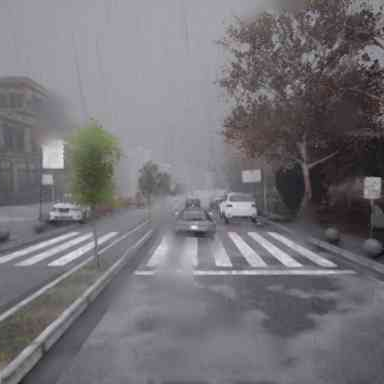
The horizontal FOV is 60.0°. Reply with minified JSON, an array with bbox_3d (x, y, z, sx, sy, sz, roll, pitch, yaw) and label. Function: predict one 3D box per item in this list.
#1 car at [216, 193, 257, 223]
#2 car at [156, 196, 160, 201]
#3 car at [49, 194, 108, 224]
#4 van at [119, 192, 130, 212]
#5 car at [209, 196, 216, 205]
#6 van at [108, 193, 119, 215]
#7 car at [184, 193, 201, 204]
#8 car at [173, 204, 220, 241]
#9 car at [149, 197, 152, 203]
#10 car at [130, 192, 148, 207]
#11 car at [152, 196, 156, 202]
[{"bbox_3d":[3.245,1.095,24.245,2.150,2.045,5.566,0,0,0],"label":"car"},{"bbox_3d":[-7.944,1.109,62.709,2.163,1.488,4.792,0,1,0],"label":"car"},{"bbox_3d":[-8.153,1.114,23.882,2.435,2.045,5.566,0,0,0],"label":"car"},{"bbox_3d":[-8.094,1.074,34.887,1.878,1.987,4.442,0,0,0],"label":"van"},{"bbox_3d":[3.257,1.285,43.009,1.812,1.442,4.674,0,0,0],"label":"car"},{"bbox_3d":[-8.125,1.109,29.340,1.878,1.987,4.442,0,0,0],"label":"van"},{"bbox_3d":[0.093,1.274,41.573,1.837,1.490,4.892,0,0,0],"label":"car"},{"bbox_3d":[0.097,1.485,16.363,1.994,1.385,4.181,0,0,0],"label":"car"},{"bbox_3d":[-8.004,1.206,51.614,2.163,1.488,4.792,0,0,0],"label":"car"},{"bbox_3d":[-8.035,0.969,46.067,2.435,2.045,5.566,0,0,0],"label":"car"},{"bbox_3d":[-7.975,1.169,57.193,2.002,1.452,4.674,0,0,0],"label":"car"}]
